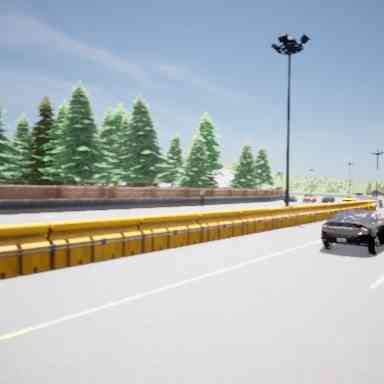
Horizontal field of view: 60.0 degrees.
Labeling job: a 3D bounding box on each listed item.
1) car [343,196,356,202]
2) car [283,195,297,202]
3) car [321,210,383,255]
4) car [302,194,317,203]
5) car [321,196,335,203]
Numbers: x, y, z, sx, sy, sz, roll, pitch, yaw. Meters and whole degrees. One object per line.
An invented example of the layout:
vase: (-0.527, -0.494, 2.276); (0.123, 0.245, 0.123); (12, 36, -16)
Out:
car: (28.685, 1.397, 60.476); (1.882, 1.535, 5.008); (1, 1, 30)
car: (19.203, 1.310, 64.969); (1.994, 1.385, 4.181); (1, 1, 29)
car: (6.839, 1.476, 13.520); (2.128, 1.511, 4.902); (1, 1, 41)
car: (22.435, 1.161, 63.626); (2.097, 1.767, 4.553); (1, 0, 30)
car: (25.371, 1.424, 61.735); (1.994, 1.385, 4.181); (1, 1, 30)
